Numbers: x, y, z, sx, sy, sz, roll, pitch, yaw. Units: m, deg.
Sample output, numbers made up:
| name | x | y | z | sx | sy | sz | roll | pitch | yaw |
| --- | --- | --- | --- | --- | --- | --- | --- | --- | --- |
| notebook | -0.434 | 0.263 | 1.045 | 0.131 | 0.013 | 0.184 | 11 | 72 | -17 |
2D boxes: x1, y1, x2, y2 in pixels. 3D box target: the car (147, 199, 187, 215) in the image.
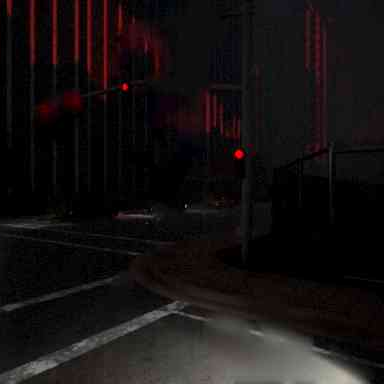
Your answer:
| name | x | y | z | sx | sy | sz | roll | pitch | yaw |
| --- | --- | --- | --- | --- | --- | --- | --- | --- | --- |
| car | -2.469 | 1.456 | 33.574 | 1.837 | 1.490 | 4.892 | 0 | 0 | 36 |

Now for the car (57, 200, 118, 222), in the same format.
| name | x | y | z | sx | sy | sz | roll | pitch | yaw |
| --- | --- | --- | --- | --- | --- | --- | --- | --- | --- |
| car | -8.001 | 1.429 | 25.827 | 1.882 | 1.535 | 5.008 | 0 | 0 | 36 |

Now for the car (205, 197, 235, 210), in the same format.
| name | x | y | z | sx | sy | sz | roll | pitch | yaw |
| --- | --- | --- | --- | --- | --- | --- | --- | --- | --- |
| car | 3.595 | 1.429 | 42.056 | 1.882 | 1.535 | 5.008 | 0 | 0 | 36 |
